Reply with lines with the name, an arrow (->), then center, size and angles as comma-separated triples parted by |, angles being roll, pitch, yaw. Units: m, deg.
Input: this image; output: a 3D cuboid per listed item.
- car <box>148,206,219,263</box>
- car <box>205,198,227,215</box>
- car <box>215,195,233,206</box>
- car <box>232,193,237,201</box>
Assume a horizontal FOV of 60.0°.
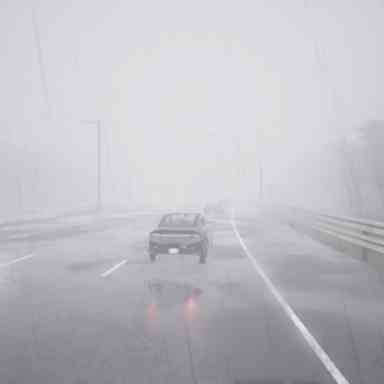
car -> -0.269, 1.481, 12.027 | 2.128, 1.511, 4.902 | 0, 0, 6
car -> 2.297, 1.576, 33.674 | 1.895, 1.301, 4.718 | 0, 0, 7
car -> 5.445, 1.520, 56.131 | 2.033, 1.411, 5.357 | 0, 0, 9
car -> 9.727, 1.652, 83.688 | 1.895, 1.301, 4.718 | 0, 0, 9
